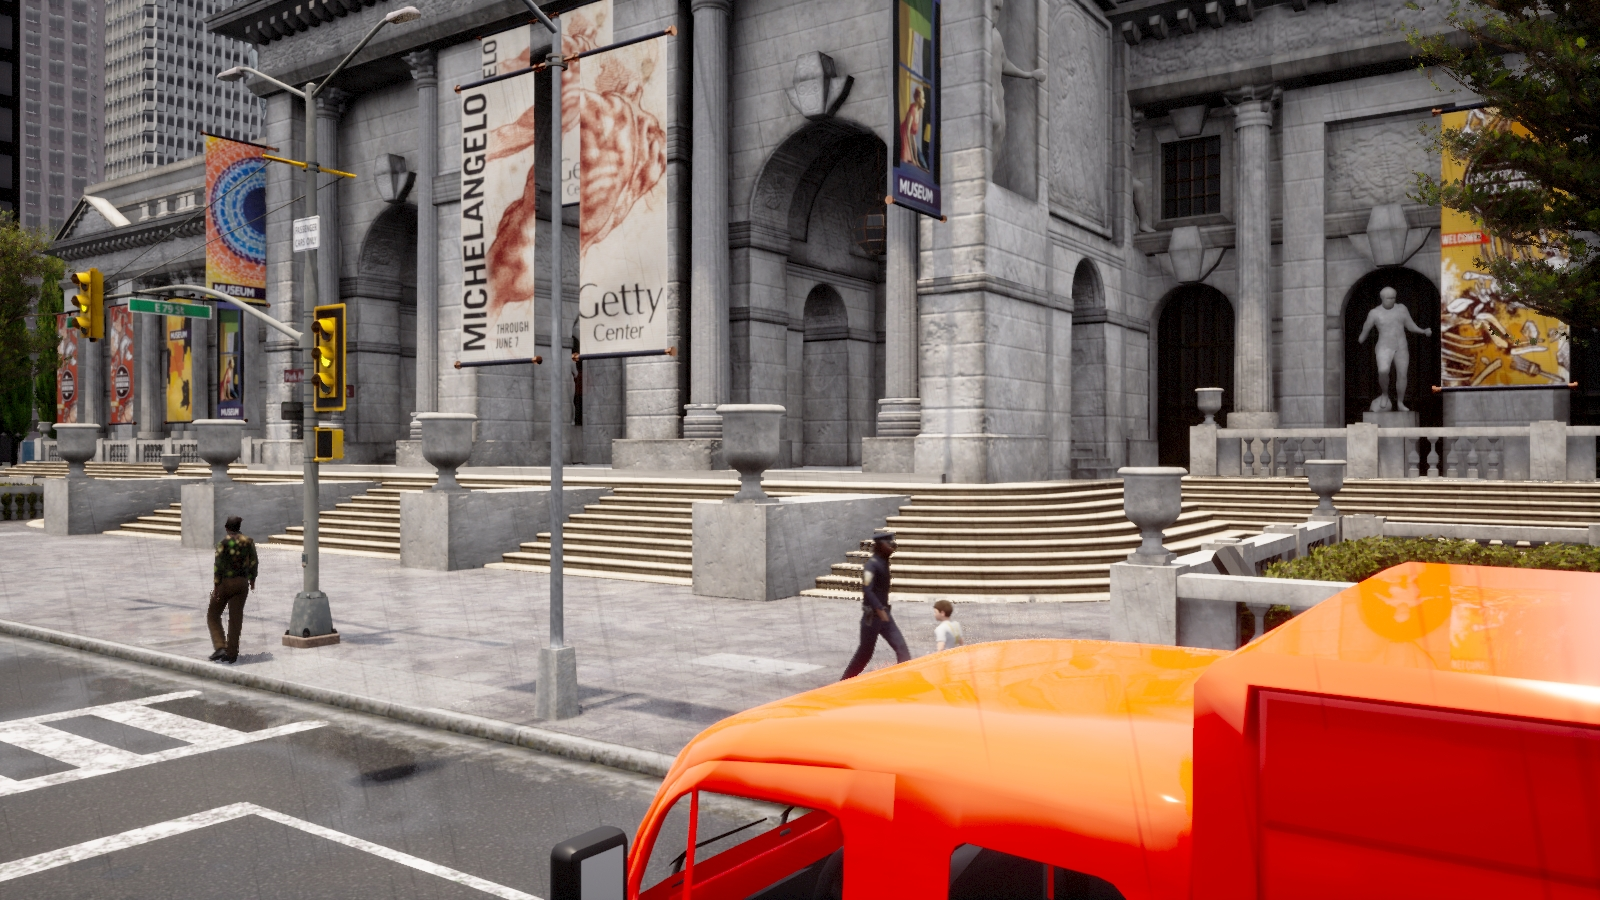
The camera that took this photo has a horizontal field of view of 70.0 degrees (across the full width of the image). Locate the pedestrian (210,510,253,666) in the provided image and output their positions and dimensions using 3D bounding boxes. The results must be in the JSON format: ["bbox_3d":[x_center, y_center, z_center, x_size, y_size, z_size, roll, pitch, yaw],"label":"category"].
[{"bbox_3d":[-7.015,1.690,14.103,0.375,1.860,0.375,0,0,43],"label":"pedestrian"}]

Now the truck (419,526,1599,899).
[{"bbox_3d":[1.935,1.568,2.414,5.204,2.467,2.627,0,0,35],"label":"truck"}]

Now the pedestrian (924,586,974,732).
[{"bbox_3d":[1.422,1.974,10.894,0.375,1.300,0.375,0,0,26],"label":"pedestrian"}]

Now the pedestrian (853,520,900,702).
[{"bbox_3d":[0.812,1.693,12.134,0.375,1.860,0.375,0,0,31],"label":"pedestrian"}]
